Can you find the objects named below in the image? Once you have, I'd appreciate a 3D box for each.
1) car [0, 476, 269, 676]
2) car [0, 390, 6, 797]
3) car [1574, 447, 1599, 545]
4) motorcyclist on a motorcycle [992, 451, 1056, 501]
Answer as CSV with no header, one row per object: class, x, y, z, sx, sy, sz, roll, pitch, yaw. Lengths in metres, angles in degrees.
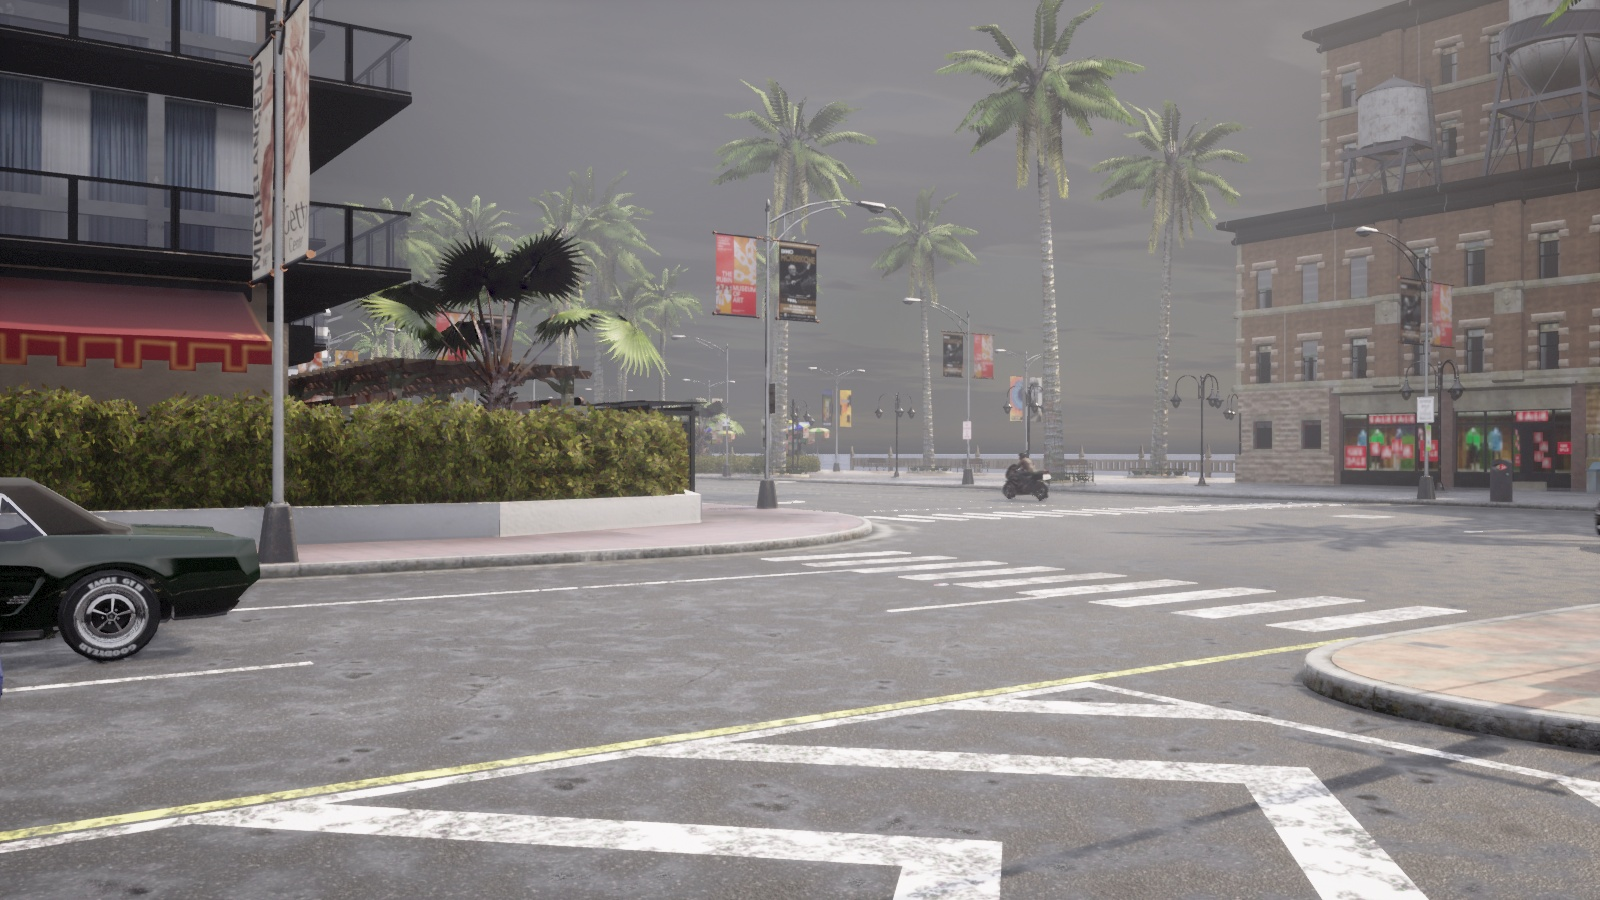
car,-6.481,0.881,8.894,4.718,1.301,1.895,0,0,-35
car,-5.925,0.628,5.020,4.553,1.767,2.097,0,0,-35
car,14.653,0.707,19.058,4.514,1.525,2.007,0,0,10
motorcyclist on a motorcycle,7.034,0.809,39.517,0.797,1.523,2.044,0,0,-34
